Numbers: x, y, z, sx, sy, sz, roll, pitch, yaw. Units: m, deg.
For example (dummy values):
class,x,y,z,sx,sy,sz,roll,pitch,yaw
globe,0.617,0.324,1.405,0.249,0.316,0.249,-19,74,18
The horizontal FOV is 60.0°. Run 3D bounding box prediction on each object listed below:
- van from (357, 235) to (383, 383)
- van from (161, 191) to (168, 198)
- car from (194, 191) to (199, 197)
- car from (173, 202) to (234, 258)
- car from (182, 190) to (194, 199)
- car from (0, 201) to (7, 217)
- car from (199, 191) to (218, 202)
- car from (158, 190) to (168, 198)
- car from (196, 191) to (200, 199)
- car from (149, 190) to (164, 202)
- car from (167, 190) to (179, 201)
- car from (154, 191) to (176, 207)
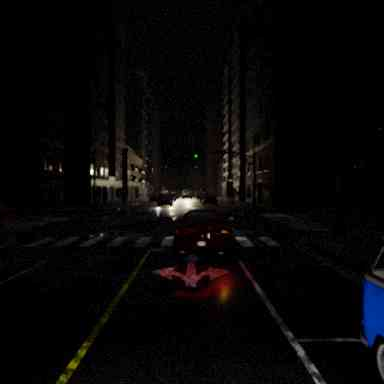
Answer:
class,x,y,z,sx,sy,sz,roll,pitch,yaw
van,2.852,1.313,2.476,1.690,1.788,3.998,0,1,0
van,-7.023,0.540,85.741,1.690,1.788,3.998,0,0,-1
car,1.913,0.900,68.974,1.802,1.307,4.206,0,0,-1
car,0.519,1.343,12.273,1.882,1.535,5.008,0,1,6
car,-1.009,0.848,71.634,1.994,1.385,4.181,0,0,-1
car,-17.016,1.095,25.748,4.553,1.767,2.097,0,1,1
car,2.463,0.970,46.364,1.967,1.590,4.097,0,1,-1
car,-6.886,0.553,80.085,2.192,1.841,5.009,0,0,-1
car,2.188,1.003,57.671,1.802,1.307,4.206,0,1,-1
car,-6.335,0.863,57.471,1.967,1.590,4.097,0,1,-1
car,-3.749,0.883,59.329,1.882,1.535,5.008,0,0,-1
car,-3.390,1.044,42.610,1.882,1.535,5.008,0,1,-1
